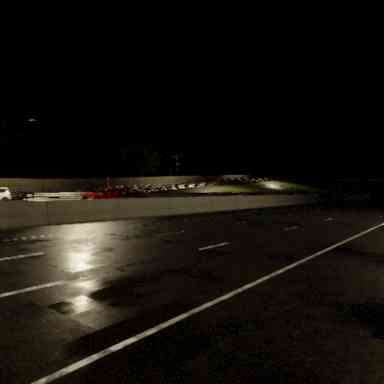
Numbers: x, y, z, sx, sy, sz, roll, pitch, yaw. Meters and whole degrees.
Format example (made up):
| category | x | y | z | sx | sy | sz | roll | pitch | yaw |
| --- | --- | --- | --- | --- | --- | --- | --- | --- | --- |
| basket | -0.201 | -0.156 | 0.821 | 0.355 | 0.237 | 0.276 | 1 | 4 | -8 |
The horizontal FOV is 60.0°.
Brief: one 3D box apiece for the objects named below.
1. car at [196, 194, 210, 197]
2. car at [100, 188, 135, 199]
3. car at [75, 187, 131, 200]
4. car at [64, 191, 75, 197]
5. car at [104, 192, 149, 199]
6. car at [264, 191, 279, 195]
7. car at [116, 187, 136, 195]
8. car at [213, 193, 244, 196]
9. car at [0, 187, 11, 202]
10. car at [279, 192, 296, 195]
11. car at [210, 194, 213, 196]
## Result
| category | x | y | z | sx | sy | sz | roll | pitch | yaw |
| --- | --- | --- | --- | --- | --- | --- | --- | --- | --- |
| car | 2.634 | 0.891 | 51.555 | 1.895 | 1.301 | 4.718 | 1 | 1 | 39 |
| car | -6.704 | 0.753 | 34.207 | 2.097 | 1.767 | 4.553 | 1 | 1 | 39 |
| car | -9.394 | 0.558 | 36.443 | 2.150 | 2.045 | 5.566 | 1 | 1 | 38 |
| car | -18.719 | 0.490 | 54.701 | 1.895 | 1.301 | 4.718 | 1 | 2 | 19 |
| car | -5.323 | 1.000 | 30.330 | 1.812 | 1.442 | 4.674 | 1 | 1 | 38 |
| car | 14.984 | 0.436 | 61.397 | 1.882 | 1.535 | 5.008 | 1 | 1 | 38 |
| car | -13.562 | -0.278 | 68.805 | 1.812 | 1.442 | 4.674 | 1 | 3 | 21 |
| car | 5.404 | 0.920 | 43.830 | 2.128 | 1.511 | 4.902 | 1 | 1 | 39 |
| car | -23.641 | 0.480 | 38.408 | 2.150 | 2.045 | 5.566 | 0 | 0 | 15 |
| car | 17.720 | 0.990 | 59.230 | 1.994 | 1.385 | 4.181 | 1 | 1 | 38 |
| car | 5.230 | 0.862 | 49.213 | 1.837 | 1.490 | 4.892 | 1 | 0 | 39 |
